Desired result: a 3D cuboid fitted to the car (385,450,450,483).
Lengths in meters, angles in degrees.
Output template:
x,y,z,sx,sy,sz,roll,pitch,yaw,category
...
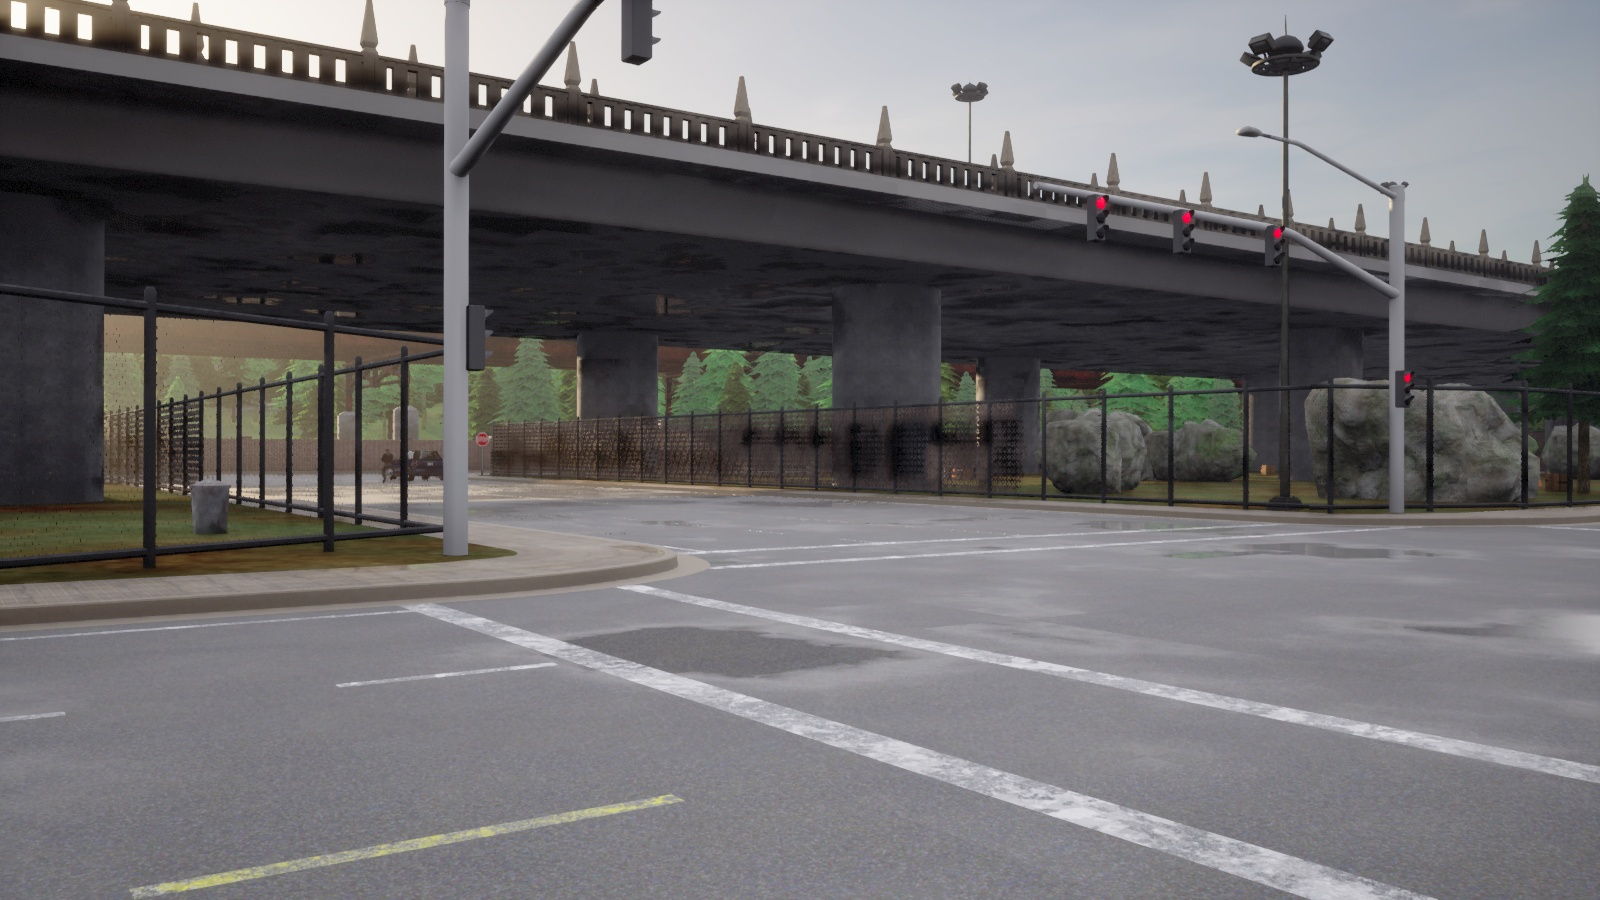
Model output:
x,y,z,sx,sy,sz,roll,pitch,yaw,category
-21.011,0.872,68.921,2.097,1.767,4.553,0,0,-35,car
